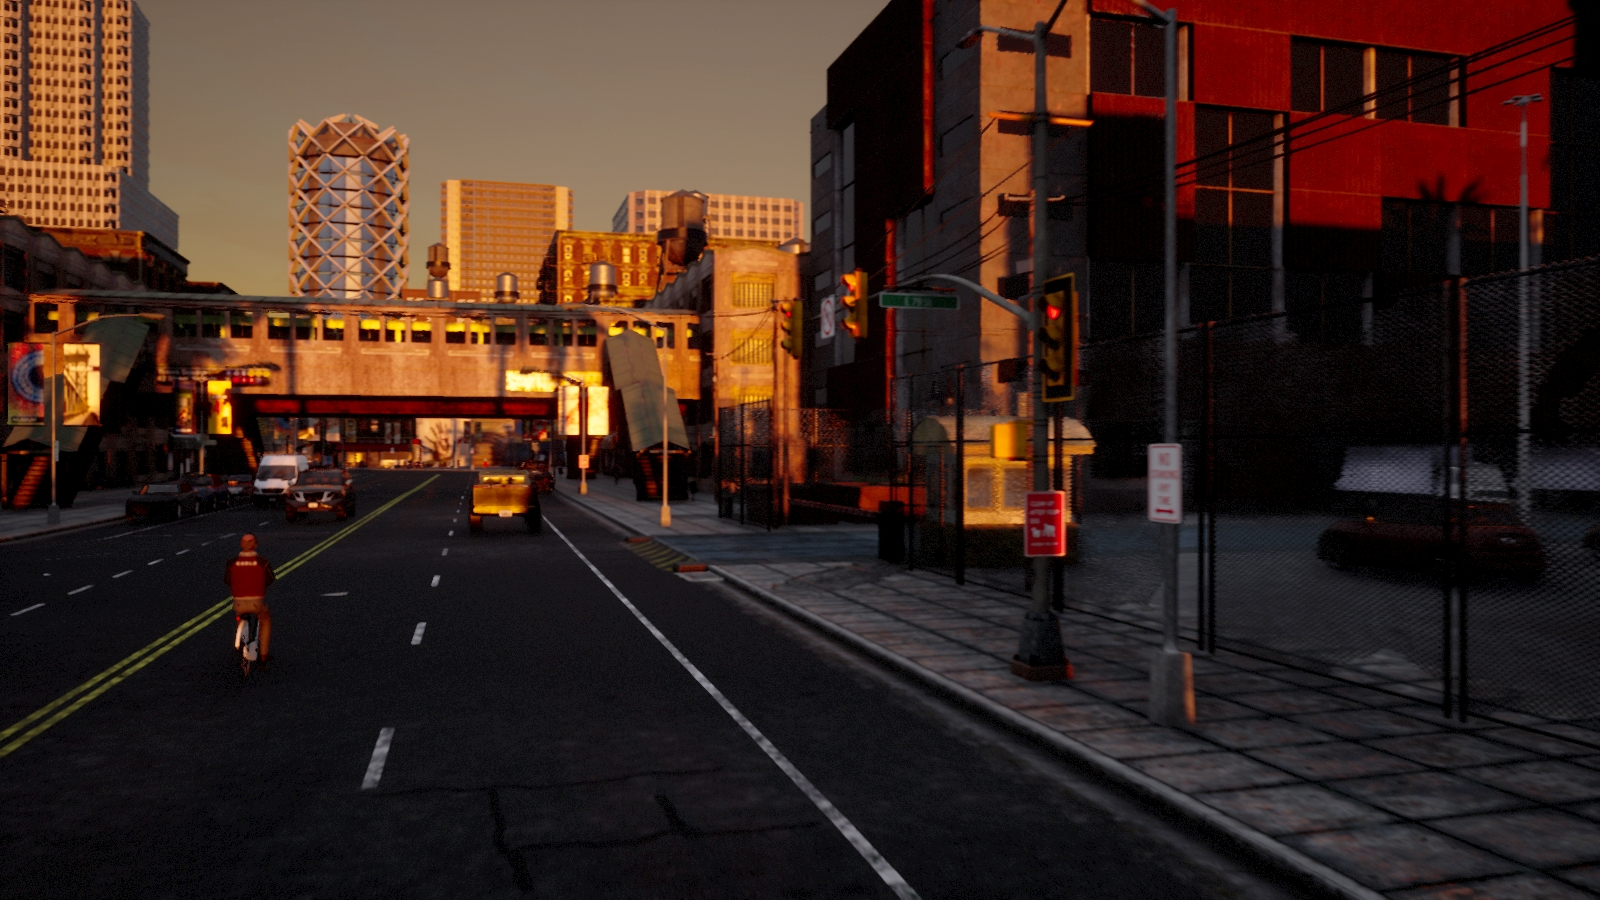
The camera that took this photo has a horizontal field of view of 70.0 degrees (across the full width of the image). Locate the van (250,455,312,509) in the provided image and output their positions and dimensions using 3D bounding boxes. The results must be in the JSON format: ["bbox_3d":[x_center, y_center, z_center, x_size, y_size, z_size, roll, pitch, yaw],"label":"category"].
[{"bbox_3d":[-26.419,1.549,58.325,1.988,2.561,5.915,0,0,-16],"label":"van"}]

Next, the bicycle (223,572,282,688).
[{"bbox_3d":[-6.861,2.214,14.358,0.329,1.171,1.835,0,0,-15],"label":"bicycle"}]

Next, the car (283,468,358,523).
[{"bbox_3d":[-19.534,1.791,46.781,2.150,2.045,5.566,0,0,-16],"label":"car"}]

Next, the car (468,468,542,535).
[{"bbox_3d":[-10.654,1.759,41.062,2.390,2.098,6.274,0,0,-16],"label":"car"}]
